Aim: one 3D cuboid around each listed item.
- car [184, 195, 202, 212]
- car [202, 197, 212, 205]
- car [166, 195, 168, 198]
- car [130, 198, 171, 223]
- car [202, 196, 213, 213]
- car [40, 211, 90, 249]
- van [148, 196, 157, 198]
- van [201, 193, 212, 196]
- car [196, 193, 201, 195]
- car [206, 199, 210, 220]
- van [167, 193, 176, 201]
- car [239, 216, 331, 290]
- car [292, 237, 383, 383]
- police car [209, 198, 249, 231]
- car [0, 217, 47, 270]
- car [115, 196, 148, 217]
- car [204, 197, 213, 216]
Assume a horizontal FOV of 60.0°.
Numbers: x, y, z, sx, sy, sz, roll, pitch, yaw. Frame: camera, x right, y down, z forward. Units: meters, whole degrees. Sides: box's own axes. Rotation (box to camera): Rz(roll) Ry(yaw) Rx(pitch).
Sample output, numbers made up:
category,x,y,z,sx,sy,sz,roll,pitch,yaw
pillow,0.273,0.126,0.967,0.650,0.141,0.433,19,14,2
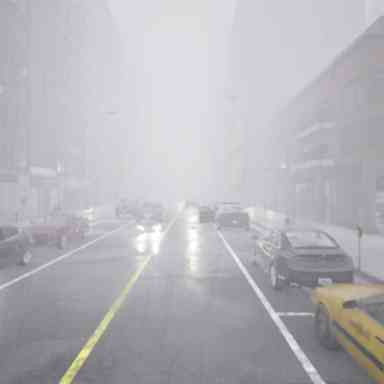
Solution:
category,x,y,z,sx,sy,sz,roll,pitch,yaw
car,0.041,1.546,44.237,1.837,1.490,4.892,0,-1,1
car,2.664,1.571,60.065,1.752,1.417,4.829,0,0,0
car,-5.861,1.596,59.876,2.008,1.369,4.403,0,0,0
car,-3.098,1.518,25.824,2.128,1.511,4.902,0,0,0
car,2.665,1.594,42.885,2.008,1.369,4.403,0,0,0
car,-5.859,1.561,14.529,1.887,1.381,4.507,0,0,0
van,-5.861,1.384,42.871,1.690,1.788,3.998,0,0,0
van,2.665,1.387,54.225,1.690,1.788,3.998,0,0,0
car,2.663,1.481,87.090,1.967,1.590,4.097,0,0,0
car,2.666,1.598,31.548,1.947,1.339,4.313,0,0,0
van,-5.863,1.382,87.072,1.690,1.788,3.998,0,0,0
car,2.667,1.561,8.870,2.008,1.369,4.403,0,0,0
car,2.667,1.530,3.370,1.752,1.417,4.829,0,0,0
police car,2.365,1.448,20.960,1.930,1.638,5.238,0,0,0
car,-5.858,1.576,8.861,1.947,1.339,4.313,0,0,0
car,-5.860,1.347,31.535,2.192,1.841,5.009,0,0,0
car,2.665,1.604,37.216,1.947,1.339,4.313,0,0,0
